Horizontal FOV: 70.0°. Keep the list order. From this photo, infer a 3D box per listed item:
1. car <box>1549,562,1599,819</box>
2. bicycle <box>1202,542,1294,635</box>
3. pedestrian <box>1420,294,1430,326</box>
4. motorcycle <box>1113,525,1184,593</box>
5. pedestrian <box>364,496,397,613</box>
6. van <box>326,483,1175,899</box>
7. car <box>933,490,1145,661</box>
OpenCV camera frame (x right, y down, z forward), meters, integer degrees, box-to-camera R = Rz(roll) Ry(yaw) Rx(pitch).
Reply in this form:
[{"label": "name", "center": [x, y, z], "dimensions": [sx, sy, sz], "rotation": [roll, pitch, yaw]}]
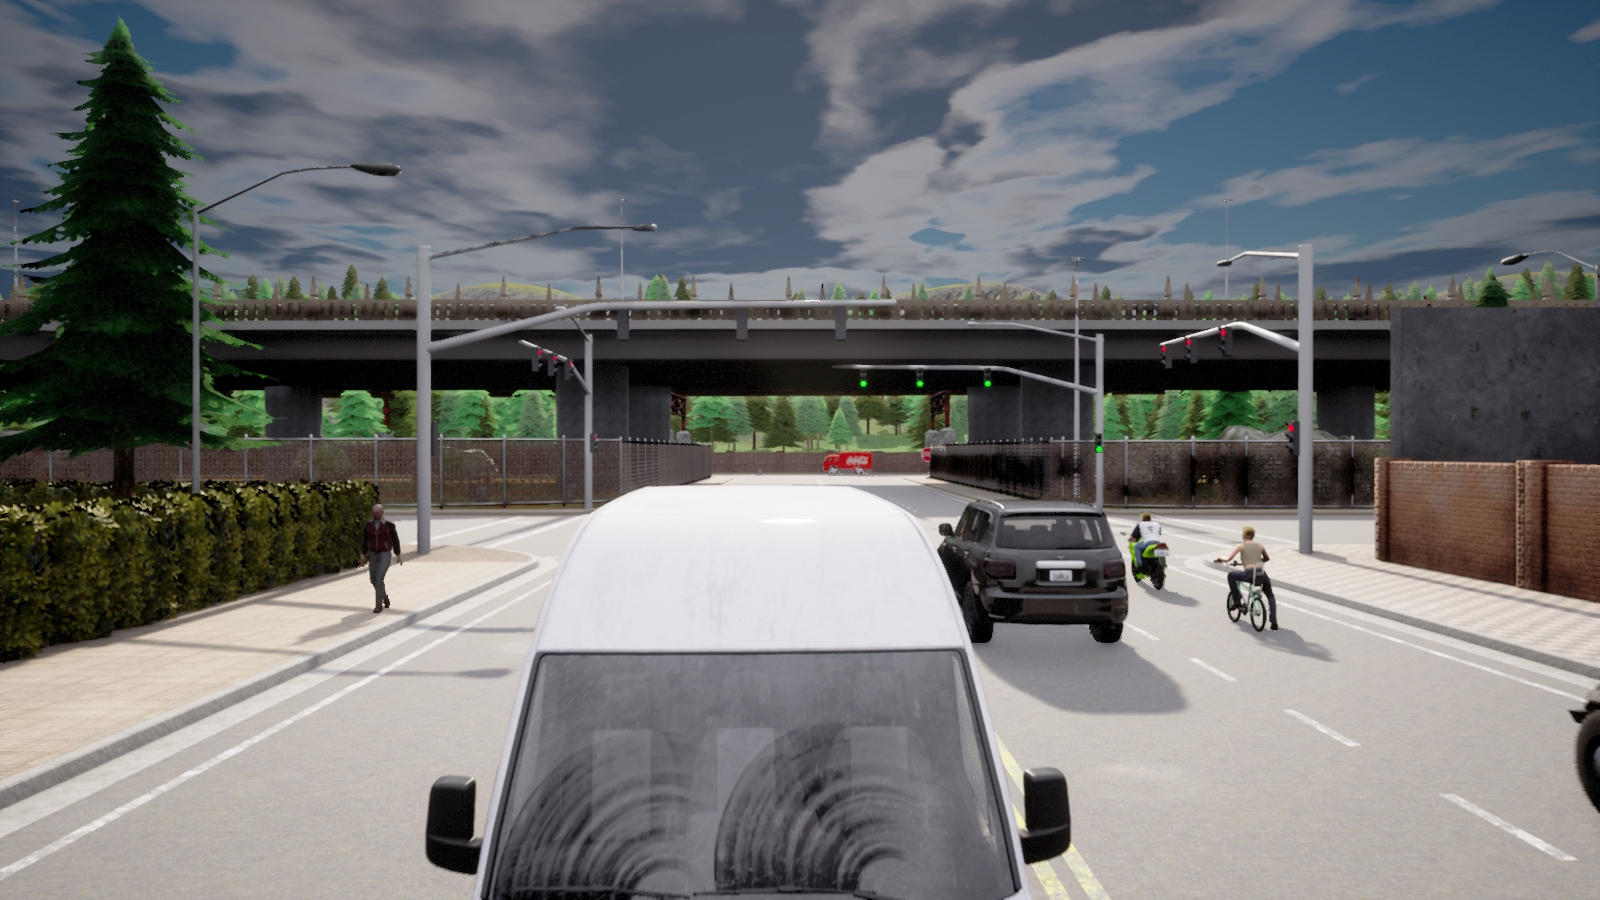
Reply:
[{"label": "car", "center": [6.986, 1.852, 7.274], "dimensions": [1.905, 1.878, 3.866], "rotation": [0, 0, 0]}, {"label": "bicycle", "center": [7.007, 2.144, 17.958], "dimensions": [0.859, 1.276, 1.487], "rotation": [0, 0, 0]}, {"label": "pedestrian", "center": [37.227, -8.351, 68.037], "dimensions": [0.375, 1.860, 0.375], "rotation": [0, 0, 0]}, {"label": "motorcycle", "center": [6.998, 2.168, 23.043], "dimensions": [0.803, 1.199, 2.033], "rotation": [1, -1, 1]}, {"label": "pedestrian", "center": [-6.797, 1.682, 18.514], "dimensions": [0.375, 1.860, 0.375], "rotation": [0, 0, 2]}, {"label": "van", "center": [-0.247, 1.529, 5.632], "dimensions": [1.988, 2.561, 5.915], "rotation": [0, 0, -3]}, {"label": "car", "center": [3.492, 1.768, 17.936], "dimensions": [2.150, 2.045, 5.566], "rotation": [0, 0, 0]}]
